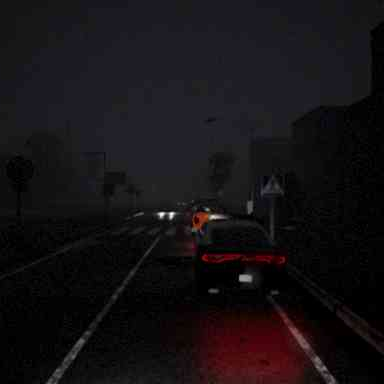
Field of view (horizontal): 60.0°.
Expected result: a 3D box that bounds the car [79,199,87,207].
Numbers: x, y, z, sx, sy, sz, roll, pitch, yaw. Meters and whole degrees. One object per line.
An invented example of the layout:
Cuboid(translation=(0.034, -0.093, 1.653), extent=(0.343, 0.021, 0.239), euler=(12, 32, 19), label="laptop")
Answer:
Cuboid(translation=(-21.807, 2.003, 58.538), extent=(4.892, 1.521, 2.231), euler=(0, -1, 0), label="car")

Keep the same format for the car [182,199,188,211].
Cuboid(translation=(0.111, 1.881, 46.179), extent=(2.128, 1.511, 4.902), euler=(0, -1, 0), label="car")

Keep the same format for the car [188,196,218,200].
Cuboid(translation=(1.009, 1.316, 24.687), extent=(2.150, 2.045, 5.566), euler=(0, -1, 0), label="car")

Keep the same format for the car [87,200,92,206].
Cuboid(translation=(-21.806, 2.047, 61.811), extent=(5.008, 1.535, 2.097), euler=(0, -1, 0), label="car")

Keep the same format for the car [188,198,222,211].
Cuboid(translation=(0.994, 1.362, 18.621), extent=(2.097, 1.767, 4.553), euler=(0, -1, 0), label="car")

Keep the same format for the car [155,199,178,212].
Cuboid(translation=(-3.253, 1.911, 43.157), extent=(1.994, 1.385, 4.181), euler=(0, -1, 0), label="car")

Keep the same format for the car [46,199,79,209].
Cuboid(translation=(-21.823, 1.996, 55.262), extent=(4.674, 1.452, 2.002), euler=(0, -1, 0), label="car")

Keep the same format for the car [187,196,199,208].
Cuboid(translation=(0.148, 1.802, 60.248), extent=(2.150, 2.045, 5.566), euler=(0, -1, 0), label="car")

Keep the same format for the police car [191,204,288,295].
Cuboid(translation=(1.001, 1.359, 8.738), extent=(1.930, 1.638, 5.238), euler=(1, 1, 0), label="police car")
